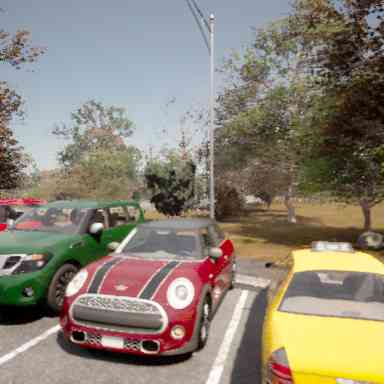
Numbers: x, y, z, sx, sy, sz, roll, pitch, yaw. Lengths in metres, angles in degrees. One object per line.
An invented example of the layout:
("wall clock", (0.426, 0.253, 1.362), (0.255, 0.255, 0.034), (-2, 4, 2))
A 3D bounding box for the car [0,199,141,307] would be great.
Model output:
("car", (-2.878, 1.219, 8.101), (2.435, 2.045, 5.566), (1, 0, 15))

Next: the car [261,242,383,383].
("car", (2.022, 1.489, 4.893), (1.946, 1.575, 5.366), (0, -1, 15))

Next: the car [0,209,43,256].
("car", (-7.771, 1.445, 11.510), (2.231, 1.521, 4.892), (0, -1, 14))

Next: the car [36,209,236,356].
("car", (-0.435, 1.358, 6.455), (2.185, 1.767, 4.553), (1, 0, 15))
